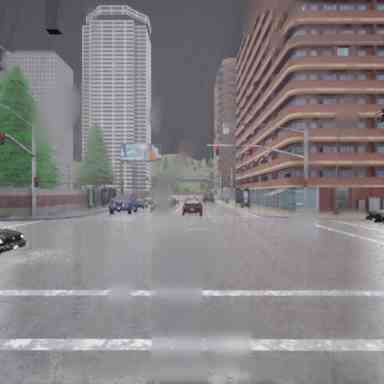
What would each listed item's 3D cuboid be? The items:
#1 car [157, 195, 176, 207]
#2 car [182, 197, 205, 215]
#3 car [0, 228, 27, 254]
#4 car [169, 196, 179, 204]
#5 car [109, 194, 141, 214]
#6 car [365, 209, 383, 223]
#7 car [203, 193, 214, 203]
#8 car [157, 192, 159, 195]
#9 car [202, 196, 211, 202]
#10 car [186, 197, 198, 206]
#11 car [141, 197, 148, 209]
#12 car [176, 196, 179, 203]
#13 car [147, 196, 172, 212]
[{"bbox_3d":[-3.652,1.526,47.355,1.812,1.442,4.674,0,0,0],"label":"car"},{"bbox_3d":[0.039,1.478,33.636,1.882,1.535,5.008,0,0,1],"label":"car"},{"bbox_3d":[-8.748,1.530,11.508,5.357,1.411,2.033,0,0,-1],"label":"car"},{"bbox_3d":[-3.607,1.526,67.022,1.812,1.442,4.674,0,0,0],"label":"car"},{"bbox_3d":[-7.146,1.222,35.199,2.150,2.045,5.566,0,0,0],"label":"car"},{"bbox_3d":[15.002,1.492,23.249,5.357,1.411,2.033,0,0,-12],"label":"car"},{"bbox_3d":[3.412,1.221,68.680,2.150,2.045,5.566,0,0,0],"label":"car"},{"bbox_3d":[-7.127,1.352,64.787,2.097,1.767,4.553,0,0,0],"label":"car"},{"bbox_3d":[3.400,1.576,78.247,1.895,1.301,4.718,0,0,0],"label":"car"},{"bbox_3d":[0.032,1.525,54.606,1.812,1.442,4.674,0,0,0],"label":"car"},{"bbox_3d":[-7.158,1.547,45.449,2.033,1.411,5.357,0,0,0],"label":"car"},{"bbox_3d":[-3.656,1.547,57.066,2.033,1.411,5.357,0,0,0],"label":"car"},{"bbox_3d":[-3.647,1.526,38.259,1.812,1.442,4.674,0,0,0],"label":"car"}]
